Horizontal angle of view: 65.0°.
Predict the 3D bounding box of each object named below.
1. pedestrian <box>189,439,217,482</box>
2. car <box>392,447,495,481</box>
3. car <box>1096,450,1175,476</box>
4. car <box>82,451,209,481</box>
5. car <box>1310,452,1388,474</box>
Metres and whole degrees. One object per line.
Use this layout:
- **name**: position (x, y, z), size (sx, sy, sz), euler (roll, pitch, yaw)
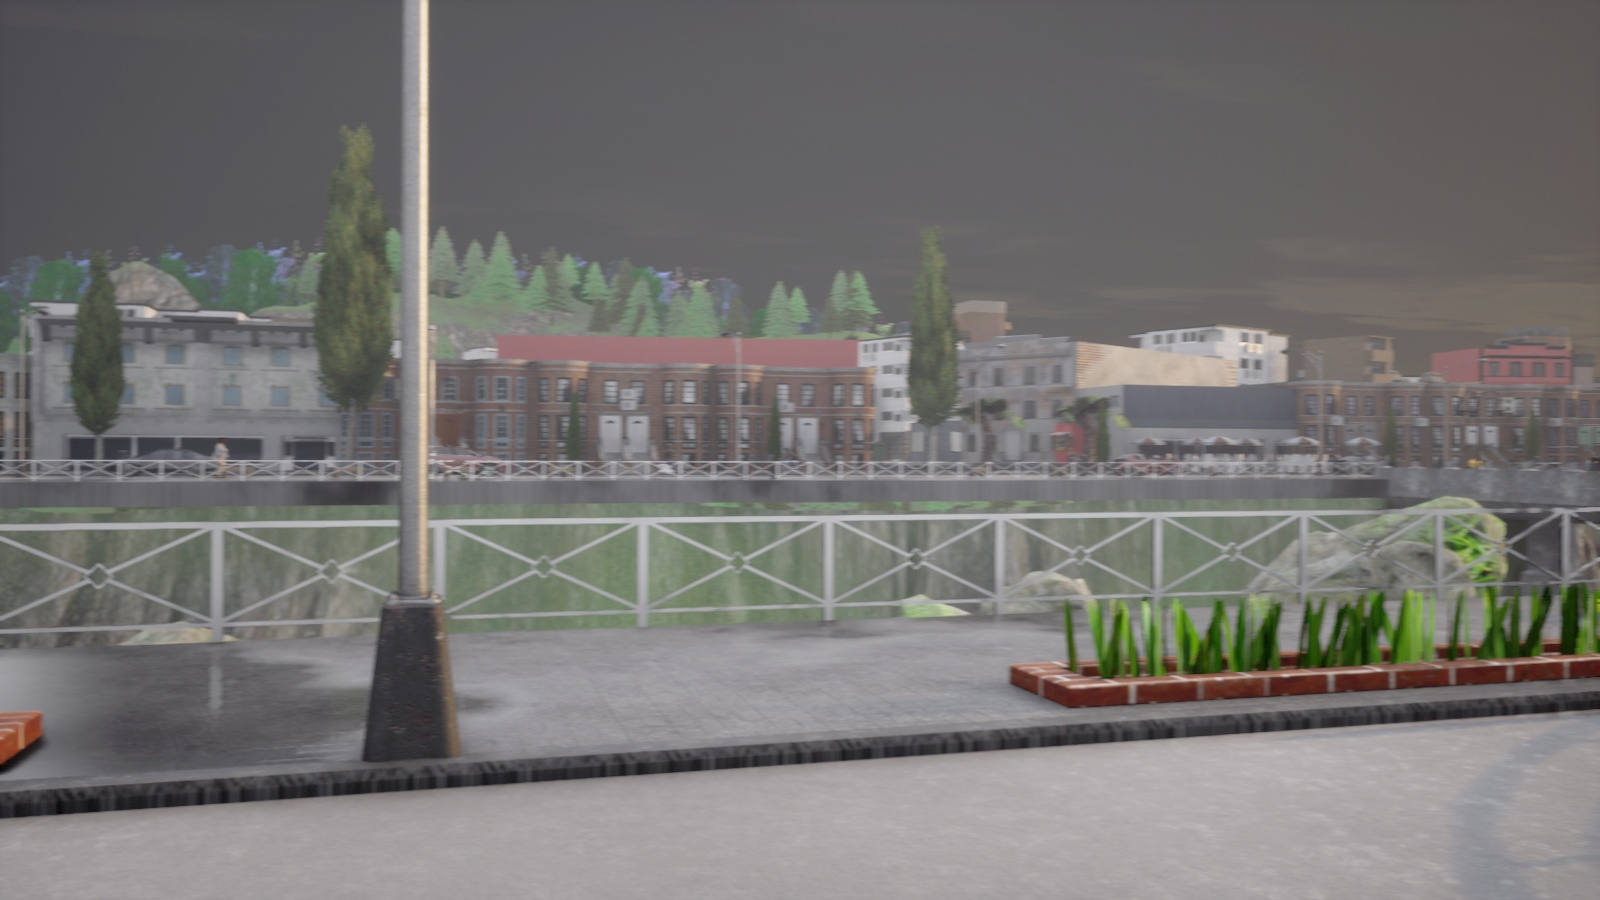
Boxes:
- **pedestrian**: position (-25.548, 0.444, 53.756), size (0.900, 1.855, 0.874), euler (0, 0, -13)
- **car**: position (-17.852, 0.666, 62.910), size (4.856, 1.649, 2.033), euler (0, 0, -17)
- **car**: position (19.855, 0.758, 74.358), size (4.193, 1.474, 1.816), euler (0, 0, -17)
- **car**: position (-32.556, 0.780, 62.627), size (5.357, 1.411, 2.033), euler (0, 0, -17)
- **car**: position (34.436, 0.811, 78.786), size (4.181, 1.385, 1.994), euler (0, 0, -17)
